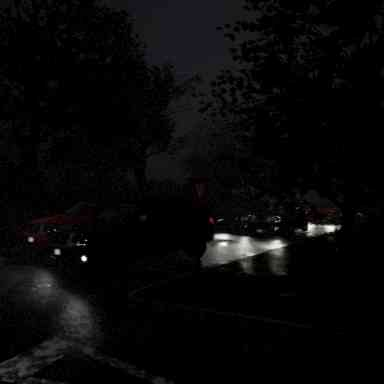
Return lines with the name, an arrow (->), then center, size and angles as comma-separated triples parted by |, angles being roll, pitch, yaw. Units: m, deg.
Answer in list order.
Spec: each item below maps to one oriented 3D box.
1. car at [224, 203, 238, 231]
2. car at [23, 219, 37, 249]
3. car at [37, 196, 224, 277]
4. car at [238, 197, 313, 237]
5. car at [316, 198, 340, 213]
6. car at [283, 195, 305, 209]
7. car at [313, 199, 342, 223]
car -> 2.512, 1.494, 20.551 | 1.837, 1.490, 4.892 | 0, 0, 38
car -> -3.497, 1.198, 13.021 | 2.150, 2.045, 5.566 | 0, 0, 40
car -> -1.612, 1.194, 10.662 | 2.150, 2.045, 5.566 | 0, 0, 43
car -> 4.658, 1.331, 18.085 | 2.097, 1.767, 4.553 | 0, 0, 37
car -> 16.134, 1.520, 39.707 | 1.882, 1.535, 5.008 | 0, 0, 13
car -> 14.067, 1.382, 46.186 | 2.097, 1.767, 4.553 | 0, 0, 6
car -> 10.577, 1.518, 26.395 | 1.882, 1.535, 5.008 | 0, 0, 32
